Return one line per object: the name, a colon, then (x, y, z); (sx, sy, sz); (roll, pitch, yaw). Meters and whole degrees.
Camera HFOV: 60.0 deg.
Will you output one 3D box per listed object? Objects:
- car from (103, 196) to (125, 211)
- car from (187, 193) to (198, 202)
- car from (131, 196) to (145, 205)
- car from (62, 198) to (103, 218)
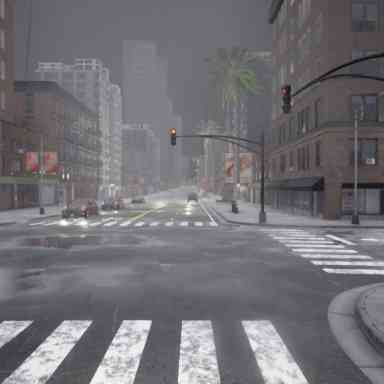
car: (-9.806, 1.340, 41.353); (2.097, 1.767, 4.553); (0, 0, 0)
car: (0.132, 1.162, 71.935); (2.150, 2.045, 5.566); (0, 0, 0)
car: (-9.740, 1.442, 60.127); (1.882, 1.535, 5.008); (0, 0, 1)
car: (-9.828, 1.345, 29.579); (2.097, 1.767, 4.553); (0, 0, 0)
